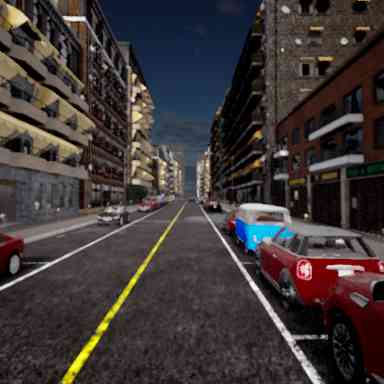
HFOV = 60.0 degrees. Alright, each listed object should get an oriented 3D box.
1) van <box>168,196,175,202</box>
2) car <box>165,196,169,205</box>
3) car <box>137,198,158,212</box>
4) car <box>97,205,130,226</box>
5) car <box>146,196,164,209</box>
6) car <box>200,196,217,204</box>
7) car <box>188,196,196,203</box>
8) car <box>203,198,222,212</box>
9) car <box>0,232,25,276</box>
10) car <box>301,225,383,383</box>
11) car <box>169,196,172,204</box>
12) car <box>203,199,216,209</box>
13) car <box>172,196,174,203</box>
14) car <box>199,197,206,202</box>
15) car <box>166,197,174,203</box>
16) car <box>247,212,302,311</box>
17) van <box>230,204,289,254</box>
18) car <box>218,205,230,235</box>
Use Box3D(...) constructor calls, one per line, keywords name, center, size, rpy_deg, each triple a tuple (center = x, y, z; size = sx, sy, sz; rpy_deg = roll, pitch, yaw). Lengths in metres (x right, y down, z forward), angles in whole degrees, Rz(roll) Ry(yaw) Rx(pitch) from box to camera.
Box3D(name="van", center=(-5.661, 1.885, 90.656), size=(1.690, 1.788, 3.998), rpy_deg=(1, 0, 0))
Box3D(name="car", center=(-5.665, 1.611, 57.517), size=(2.192, 1.841, 5.009), rpy_deg=(1, 0, 0))
Box3D(name="car", center=(-5.672, 1.778, 40.942), size=(1.802, 1.307, 4.206), rpy_deg=(1, 0, 0))
Box3D(name="car", center=(-5.674, 1.659, 24.373), size=(2.008, 1.369, 4.403), rpy_deg=(1, 0, 0))
Box3D(name="car", center=(-5.667, 1.543, 46.468), size=(2.192, 1.841, 5.009), rpy_deg=(1, 0, 0))
Box3D(name="car", center=(2.713, 1.542, 46.468), size=(2.192, 1.841, 5.009), rpy_deg=(1, 0, 0))
Box3D(name="car", center=(0.015, 2.045, 86.197), size=(2.033, 1.411, 5.357), rpy_deg=(0, 0, 0))
Box3D(name="car", center=(2.709, 1.761, 40.942), size=(1.947, 1.339, 4.313), rpy_deg=(1, 0, 0))
Box3D(name="car", center=(-5.676, 1.576, 7.803), size=(1.887, 1.381, 4.507), rpy_deg=(1, 0, 0))
Box3D(name="car", center=(2.707, 1.324, 2.281), size=(2.192, 1.841, 5.009), rpy_deg=(1, 0, 0))
Box3D(name="car", center=(-5.668, 1.938, 68.560), size=(1.947, 1.339, 4.313), rpy_deg=(1, 0, 0))
Box3D(name="car", center=(2.710, 1.805, 51.992), size=(1.887, 1.381, 4.507), rpy_deg=(1, 0, 0))
Box3D(name="car", center=(-5.665, 1.853, 74.086), size=(1.967, 1.590, 4.097), rpy_deg=(1, 0, 0))
Box3D(name="car", center=(2.717, 2.070, 90.824), size=(1.752, 1.417, 4.829), rpy_deg=(1, 0, 0))
Box3D(name="car", center=(-5.665, 2.082, 85.131), size=(1.802, 1.307, 4.206), rpy_deg=(1, 0, 0))
Box3D(name="car", center=(2.705, 1.471, 7.805), size=(1.967, 1.590, 4.097), rpy_deg=(1, 0, 0))
Box3D(name="van", center=(2.708, 1.396, 13.326), size=(1.690, 1.788, 3.998), rpy_deg=(1, 0, 0))
Box3D(name="car", center=(2.705, 1.663, 18.849), size=(1.802, 1.307, 4.206), rpy_deg=(1, 0, 0))
